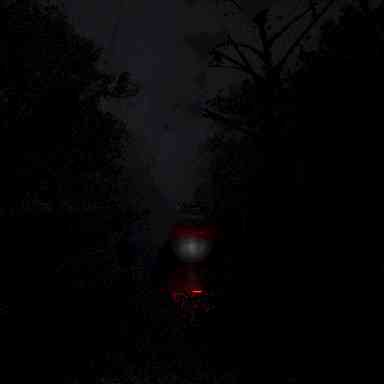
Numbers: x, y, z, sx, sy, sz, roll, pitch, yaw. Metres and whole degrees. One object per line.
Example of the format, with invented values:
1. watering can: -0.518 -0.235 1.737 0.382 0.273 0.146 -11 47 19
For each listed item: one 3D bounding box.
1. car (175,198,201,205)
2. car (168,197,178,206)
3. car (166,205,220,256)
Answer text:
1. car: -0.026 1.487 28.027 2.128 1.511 4.902 0 0 0
2. car: -3.078 1.628 58.798 1.882 1.535 5.008 0 -1 0
3. car: 0.026 1.504 13.029 1.837 1.490 4.892 0 0 0
